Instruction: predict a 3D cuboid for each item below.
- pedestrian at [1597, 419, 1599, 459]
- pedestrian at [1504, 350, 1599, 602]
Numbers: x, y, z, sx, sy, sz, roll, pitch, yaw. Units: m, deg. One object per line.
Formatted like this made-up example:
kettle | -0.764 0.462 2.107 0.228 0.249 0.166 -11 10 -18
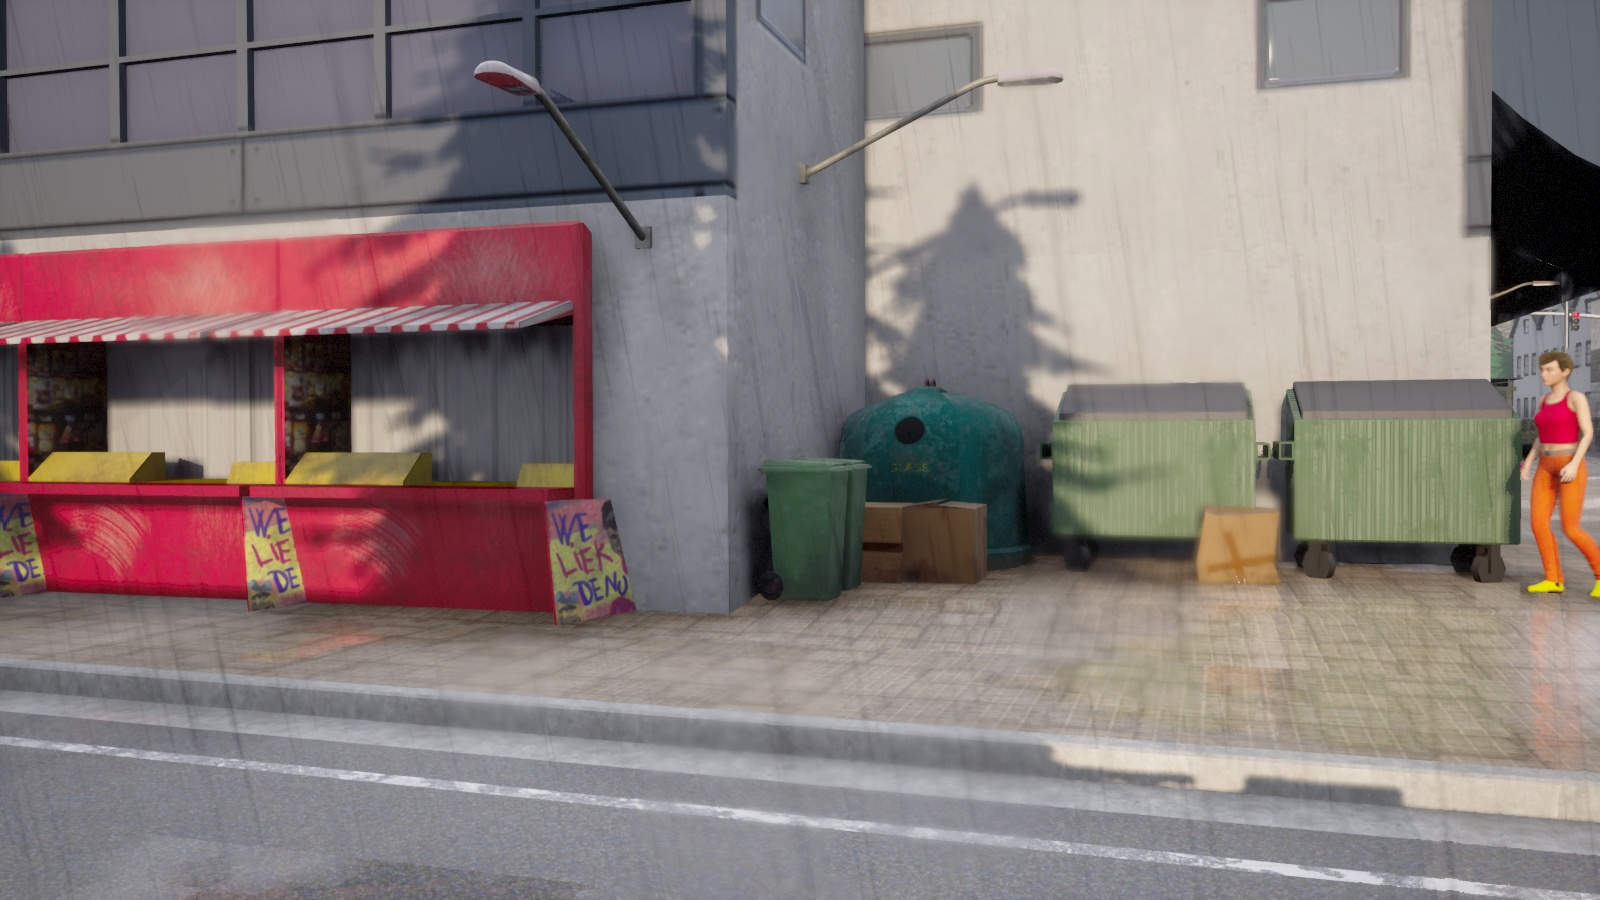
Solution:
pedestrian | 39.920 -0.541 62.307 0.423 1.949 0.788 1 1 18
pedestrian | 5.645 0.188 9.356 0.594 1.836 0.345 0 1 -8
